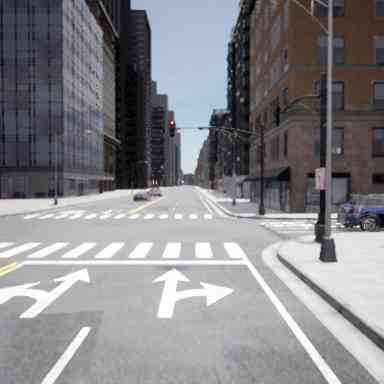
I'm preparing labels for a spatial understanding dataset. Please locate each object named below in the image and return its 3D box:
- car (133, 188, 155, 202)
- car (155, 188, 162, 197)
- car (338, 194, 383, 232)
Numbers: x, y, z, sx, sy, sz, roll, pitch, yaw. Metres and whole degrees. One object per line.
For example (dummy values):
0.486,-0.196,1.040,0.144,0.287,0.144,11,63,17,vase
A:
-6.677,0.541,44.870,2.033,1.411,5.357,0,1,0,car
-6.677,-0.008,60.697,2.097,1.767,4.553,0,1,0,car
9.506,0.895,15.792,4.553,1.767,2.097,0,1,0,car
